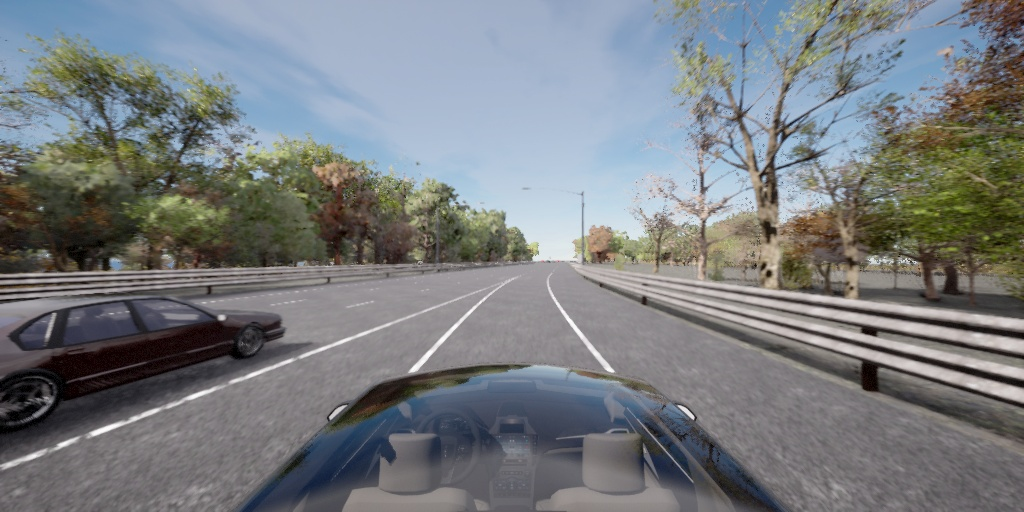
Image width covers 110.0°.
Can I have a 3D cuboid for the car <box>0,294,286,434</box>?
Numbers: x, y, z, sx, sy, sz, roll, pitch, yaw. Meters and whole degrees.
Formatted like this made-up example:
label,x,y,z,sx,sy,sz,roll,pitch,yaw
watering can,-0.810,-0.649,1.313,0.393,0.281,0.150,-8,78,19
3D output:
label,x,y,z,sx,sy,sz,roll,pitch,yaw
car,-6.236,1.295,5.523,2.033,1.411,5.357,0,-1,8
